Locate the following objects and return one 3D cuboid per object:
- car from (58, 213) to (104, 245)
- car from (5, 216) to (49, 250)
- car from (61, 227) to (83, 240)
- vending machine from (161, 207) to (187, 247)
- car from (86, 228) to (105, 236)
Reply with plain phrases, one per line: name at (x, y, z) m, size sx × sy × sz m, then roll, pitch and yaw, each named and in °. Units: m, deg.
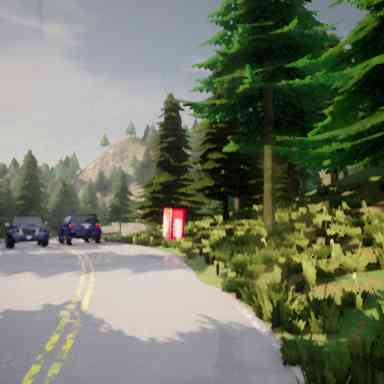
car at (-8.053, 2.644, 23.584) m, size 2.150 × 2.045 × 5.566 m, roll 1°, pitch -7°, yaw -30°
car at (-10.789, 2.570, 21.697) m, size 2.150 × 2.045 × 5.566 m, roll 1°, pitch -7°, yaw -30°
car at (-14.338, 4.964, 39.898) m, size 1.812 × 1.442 × 4.674 m, roll 0°, pitch -8°, yaw -12°
vending machine at (-0.986, 1.894, 18.132) m, size 1.100 × 2.100 × 0.880 m, roll 4°, pitch -4°, yaw -26°
car at (-18.114, 7.553, 62.573) m, size 1.837 × 1.490 × 4.892 m, roll 0°, pitch -6°, yaw 5°
